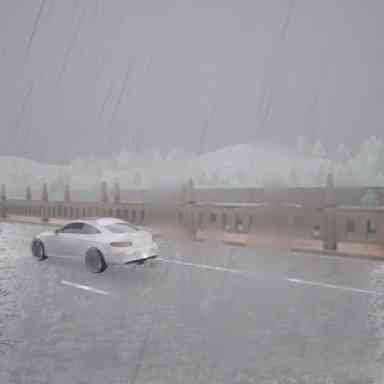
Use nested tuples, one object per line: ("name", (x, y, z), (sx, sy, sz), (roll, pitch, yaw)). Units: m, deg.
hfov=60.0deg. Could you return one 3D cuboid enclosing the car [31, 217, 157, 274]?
("car", (-3.182, 1.526, 10.565), (4.674, 1.442, 1.812), (0, 0, 36))
